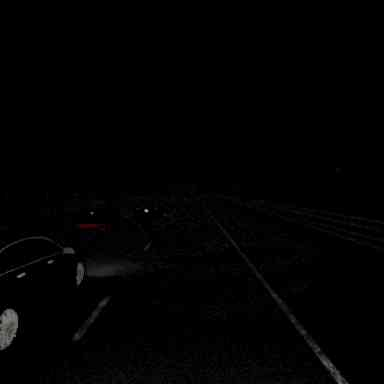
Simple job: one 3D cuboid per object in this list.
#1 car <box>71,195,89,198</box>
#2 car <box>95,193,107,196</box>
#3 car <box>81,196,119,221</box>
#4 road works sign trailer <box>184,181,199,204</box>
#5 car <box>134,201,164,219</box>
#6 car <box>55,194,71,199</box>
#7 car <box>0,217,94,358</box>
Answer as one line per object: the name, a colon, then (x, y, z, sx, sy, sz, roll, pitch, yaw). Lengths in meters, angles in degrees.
car: (-20.999, 1.135, 64.031, 1.895, 1.301, 4.718, 0, 0, 0)
car: (-17.506, 0.896, 64.114, 2.097, 1.767, 4.553, 0, 0, 0)
car: (-6.898, 1.295, 25.440, 1.882, 1.535, 5.008, 0, 0, 0)
road works sign trailer: (0.002, 0.074, 54.316, 2.380, 3.560, 2.880, 0, 0, 0)
car: (-3.398, 1.371, 26.815, 1.994, 1.385, 4.181, 0, 0, 0)
car: (-24.496, 1.078, 64.033, 2.033, 1.411, 5.357, 0, 0, 0)
car: (-3.399, 1.462, 5.887, 1.837, 1.490, 4.892, 0, 0, 0)
